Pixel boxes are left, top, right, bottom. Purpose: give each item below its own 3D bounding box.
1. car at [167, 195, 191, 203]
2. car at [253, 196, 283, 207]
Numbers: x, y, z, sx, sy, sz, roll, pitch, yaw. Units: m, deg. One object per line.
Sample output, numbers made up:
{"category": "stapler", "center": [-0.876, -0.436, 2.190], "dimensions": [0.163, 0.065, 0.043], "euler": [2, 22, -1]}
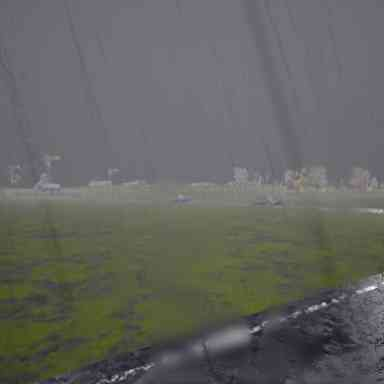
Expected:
{"category": "car", "center": [-2.482, 1.272, 62.684], "dimensions": [2.033, 1.411, 5.357], "euler": [-1, 1, -40]}
{"category": "car", "center": [10.420, 1.290, 45.976], "dimensions": [1.994, 1.385, 4.181], "euler": [-1, 1, -36]}
